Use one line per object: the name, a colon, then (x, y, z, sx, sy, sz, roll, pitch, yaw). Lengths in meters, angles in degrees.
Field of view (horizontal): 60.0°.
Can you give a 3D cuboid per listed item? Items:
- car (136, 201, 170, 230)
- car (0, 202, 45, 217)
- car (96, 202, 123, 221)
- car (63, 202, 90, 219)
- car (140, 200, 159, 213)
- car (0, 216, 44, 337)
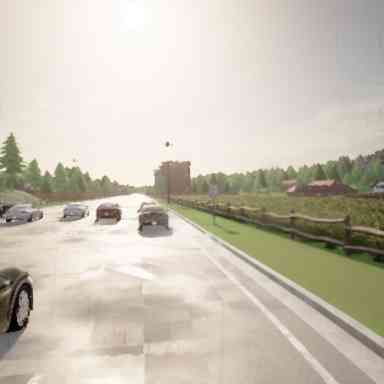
car: (-2.508, 1.564, 21.594, 1.837, 1.490, 4.892, -1, 0, -8)
car: (-14.047, 1.744, 28.111, 1.812, 1.442, 4.674, -1, 0, -8)
car: (-7.033, 1.605, 28.515, 1.882, 1.535, 5.008, -1, 0, -8)
car: (-11.068, 1.710, 31.980, 1.812, 1.442, 4.674, -1, 0, -8)
car: (-5.011, 1.678, 38.997, 1.994, 1.385, 4.181, -1, 0, -8)
car: (-3.698, 1.405, 4.015, 2.097, 1.767, 4.553, -1, 0, -5)
